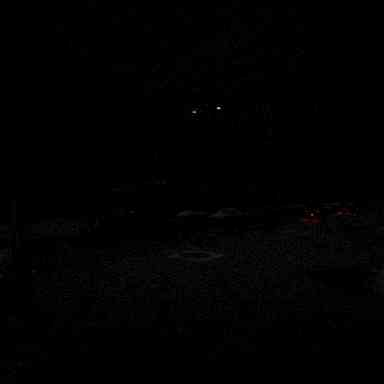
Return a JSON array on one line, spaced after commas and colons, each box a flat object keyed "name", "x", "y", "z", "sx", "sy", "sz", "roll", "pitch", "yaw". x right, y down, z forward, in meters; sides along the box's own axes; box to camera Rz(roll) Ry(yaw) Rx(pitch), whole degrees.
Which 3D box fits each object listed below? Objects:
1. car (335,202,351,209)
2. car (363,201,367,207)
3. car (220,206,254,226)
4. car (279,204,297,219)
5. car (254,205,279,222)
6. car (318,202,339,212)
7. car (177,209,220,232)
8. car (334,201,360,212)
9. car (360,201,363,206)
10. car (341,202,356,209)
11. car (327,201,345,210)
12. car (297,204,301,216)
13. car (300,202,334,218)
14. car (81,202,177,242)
[{"name": "car", "x": 27.953, "y": 2.483, "z": 61.596, "sx": 1.947, "sy": 1.339, "sz": 4.313, "roll": -1, "pitch": -1, "yaw": 35}, {"name": "car", "x": 40.467, "y": 2.786, "z": 79.213, "sx": 1.947, "sy": 1.339, "sz": 4.313, "roll": -1, "pitch": -1, "yaw": 35}, {"name": "car", "x": 2.826, "y": 1.834, "z": 26.223, "sx": 1.752, "sy": 1.417, "sz": 4.829, "roll": -1, "pitch": -1, "yaw": 35}, {"name": "car", "x": 9.181, "y": 2.030, "z": 35.170, "sx": 1.947, "sy": 1.339, "sz": 4.313, "roll": -1, "pitch": -1, "yaw": 35}, {"name": "car", "x": 6.053, "y": 1.953, "z": 30.766, "sx": 1.947, "sy": 1.339, "sz": 4.313, "roll": -1, "pitch": -1, "yaw": 35}, {"name": "car", "x": 21.696, "y": 2.317, "z": 52.788, "sx": 2.008, "sy": 1.369, "sz": 4.403, "roll": -1, "pitch": -1, "yaw": 35}, {"name": "car", "x": -0.205, "y": 1.816, "z": 21.956, "sx": 1.802, "sy": 1.307, "sz": 4.206, "roll": -1, "pitch": -1, "yaw": 35}, {"name": "car", "x": 23.928, "y": 2.272, "z": 51.188, "sx": 2.128, "sy": 1.511, "sz": 4.902, "roll": 0, "pitch": -1, "yaw": 36}, {"name": "car", "x": 34.211, "y": 2.633, "z": 70.405, "sx": 1.947, "sy": 1.339, "sz": 4.313, "roll": -1, "pitch": -1, "yaw": 35}, {"name": "car", "x": 31.082, "y": 2.574, "z": 66.001, "sx": 1.802, "sy": 1.307, "sz": 4.206, "roll": -1, "pitch": -1, "yaw": 35}, {"name": "car", "x": 24.727, "y": 2.365, "z": 57.054, "sx": 1.752, "sy": 1.417, "sz": 4.829, "roll": -1, "pitch": -1, "yaw": 35}, {"name": "car", "x": 12.310, "y": 2.090, "z": 39.575, "sx": 2.008, "sy": 1.369, "sz": 4.403, "roll": -1, "pitch": -1, "yaw": 35}, {"name": "car", "x": 14.184, "y": 2.145, "z": 37.467, "sx": 1.895, "sy": 1.301, "sz": 4.718, "roll": 0, "pitch": -1, "yaw": 35}, {"name": "car", "x": -3.333, "y": 1.473, "z": 17.557, "sx": 2.192, "sy": 1.841, "sz": 5.009, "roll": -1, "pitch": -1, "yaw": 35}]
